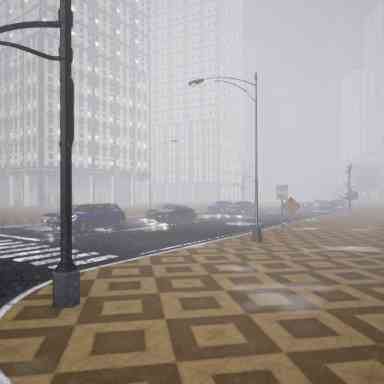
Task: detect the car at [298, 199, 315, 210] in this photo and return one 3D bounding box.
[{"bbox_3d":[16.299,1.923,47.987,1.895,1.301,4.718,0,0,32],"label":"car"}]

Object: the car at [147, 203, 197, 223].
[{"bbox_3d":[-1.379,1.737,27.669,1.994,1.385,4.181,0,-1,35],"label":"car"}]

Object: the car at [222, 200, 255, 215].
[{"bbox_3d":[5.667,1.757,38.019,1.837,1.490,4.892,0,-1,34],"label":"car"}]

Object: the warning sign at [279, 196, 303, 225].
[{"bbox_3d":[6.840,1.251,22.944,1.300,1.860,1.060,0,0,34],"label":"warning sign"}]

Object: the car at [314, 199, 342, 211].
[{"bbox_3d":[18.809,1.853,45.874,2.033,1.411,5.357,0,0,31],"label":"car"}]

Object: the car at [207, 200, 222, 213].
[{"bbox_3d":[3.638,1.751,40.820,1.882,1.535,5.008,0,-1,34],"label":"car"}]

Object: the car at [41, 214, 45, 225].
[{"bbox_3d":[-8.146,1.632,23.543,2.128,1.511,4.902,0,-1,34],"label":"car"}]

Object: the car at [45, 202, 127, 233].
[{"bbox_3d":[-6.226,1.468,20.548,2.097,1.767,4.553,0,-1,34],"label":"car"}]

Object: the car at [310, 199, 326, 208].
[{"bbox_3d":[21.478,1.903,56.502,1.812,1.442,4.674,0,0,31],"label":"car"}]

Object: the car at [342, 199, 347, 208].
[{"bbox_3d":[24.203,1.840,54.729,1.882,1.535,5.008,0,0,31],"label":"car"}]
